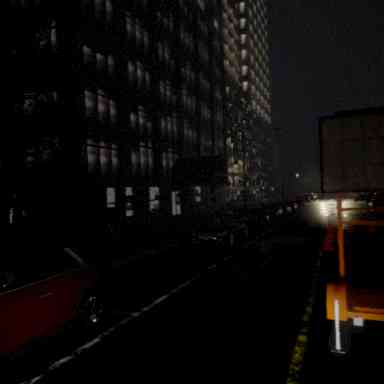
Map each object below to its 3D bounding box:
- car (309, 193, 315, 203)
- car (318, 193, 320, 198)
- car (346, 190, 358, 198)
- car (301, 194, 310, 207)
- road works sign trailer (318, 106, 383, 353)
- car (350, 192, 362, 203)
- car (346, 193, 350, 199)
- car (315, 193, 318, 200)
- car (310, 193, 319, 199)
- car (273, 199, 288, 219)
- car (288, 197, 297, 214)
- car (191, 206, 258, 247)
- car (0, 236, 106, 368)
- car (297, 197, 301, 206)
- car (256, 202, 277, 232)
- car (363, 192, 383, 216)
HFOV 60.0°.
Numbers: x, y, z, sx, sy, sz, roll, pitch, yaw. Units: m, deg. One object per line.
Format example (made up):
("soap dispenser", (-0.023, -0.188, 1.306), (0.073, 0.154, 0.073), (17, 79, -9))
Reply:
("car", (19.354, 1.240, 56.833), (2.008, 1.369, 4.403), (-3, -1, 23))
("car", (26.087, 0.994, 72.497), (1.967, 1.590, 4.097), (-3, -1, 23))
("car", (38.267, 0.493, 79.629), (2.192, 1.841, 5.009), (-3, -1, 23))
("car", (14.862, 1.330, 46.392), (2.008, 1.369, 4.403), (-3, -1, 23))
("road works sign trailer", (3.438, 0.380, 5.504), (2.380, 3.560, 2.880), (-2, 0, 23))
("car", (27.047, 0.954, 53.521), (2.008, 1.369, 4.403), (-3, -1, 23))
("car", (36.020, 0.539, 74.408), (2.192, 1.841, 5.009), (-3, -1, 23))
("car", (23.847, 1.181, 67.274), (1.802, 1.307, 4.206), (-3, -1, 23))
("car", (30.516, 0.990, 82.782), (1.752, 1.417, 4.829), (-3, -1, 23))
("car", (5.879, 1.503, 25.508), (1.887, 1.381, 4.507), (-3, -1, 23))
("car", (8.124, 1.464, 30.729), (2.008, 1.369, 4.403), (-3, -1, 23))
("car", (1.387, 1.598, 15.066), (2.008, 1.369, 4.403), (-3, -1, 23))
("car", (-3.109, 1.577, 4.625), (1.967, 1.590, 4.097), (-3, -1, 23))
("car", (10.372, 1.451, 35.949), (1.802, 1.307, 4.206), (-3, -1, 23))
("car", (3.634, 1.568, 20.287), (1.947, 1.339, 4.313), (-3, -1, 23))
("car", (15.808, 0.943, 27.419), (2.192, 1.841, 5.009), (-3, -1, 23))
